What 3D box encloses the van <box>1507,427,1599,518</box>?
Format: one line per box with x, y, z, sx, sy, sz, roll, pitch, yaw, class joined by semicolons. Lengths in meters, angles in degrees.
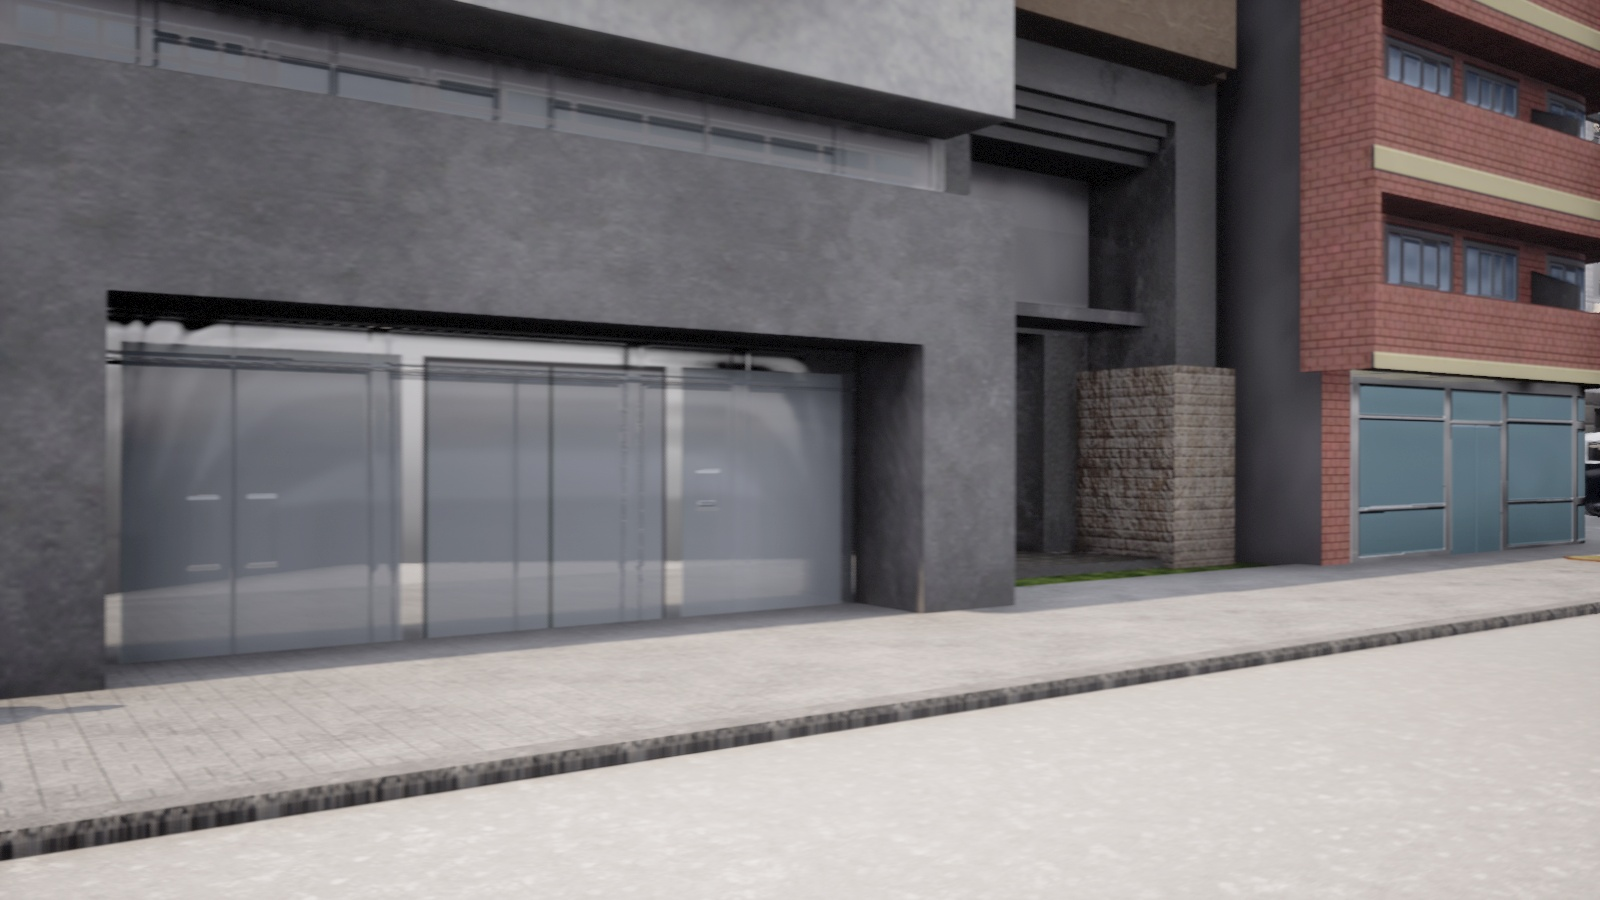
18.812;0.498;28.396;2.069;2.038;4.480;0;0;-31;van
